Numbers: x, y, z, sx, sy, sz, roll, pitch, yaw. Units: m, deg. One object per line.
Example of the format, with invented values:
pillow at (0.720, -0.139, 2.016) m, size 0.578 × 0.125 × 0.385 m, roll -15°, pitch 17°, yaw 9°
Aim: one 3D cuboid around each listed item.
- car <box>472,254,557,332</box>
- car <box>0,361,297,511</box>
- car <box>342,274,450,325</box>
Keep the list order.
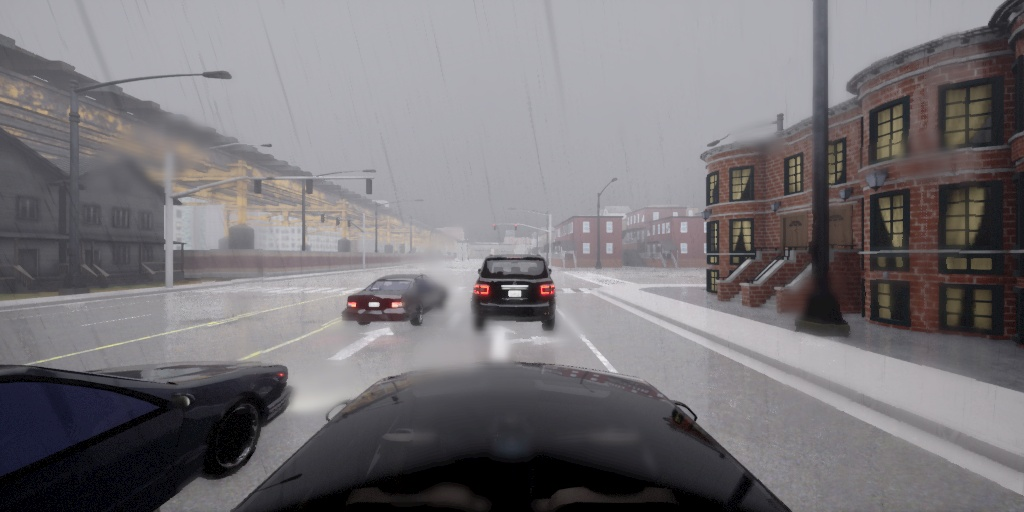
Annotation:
car at (0.084, 0.971, 11.046) m, size 2.150 × 2.045 × 5.566 m, roll 0°, pitch 0°, yaw 0°
car at (-3.388, 1.297, 1.656) m, size 2.033 × 1.411 × 5.357 m, roll 0°, pitch 0°, yaw -1°
car at (-3.441, 1.297, 11.728) m, size 2.033 × 1.411 × 5.357 m, roll 0°, pitch 0°, yaw 2°
